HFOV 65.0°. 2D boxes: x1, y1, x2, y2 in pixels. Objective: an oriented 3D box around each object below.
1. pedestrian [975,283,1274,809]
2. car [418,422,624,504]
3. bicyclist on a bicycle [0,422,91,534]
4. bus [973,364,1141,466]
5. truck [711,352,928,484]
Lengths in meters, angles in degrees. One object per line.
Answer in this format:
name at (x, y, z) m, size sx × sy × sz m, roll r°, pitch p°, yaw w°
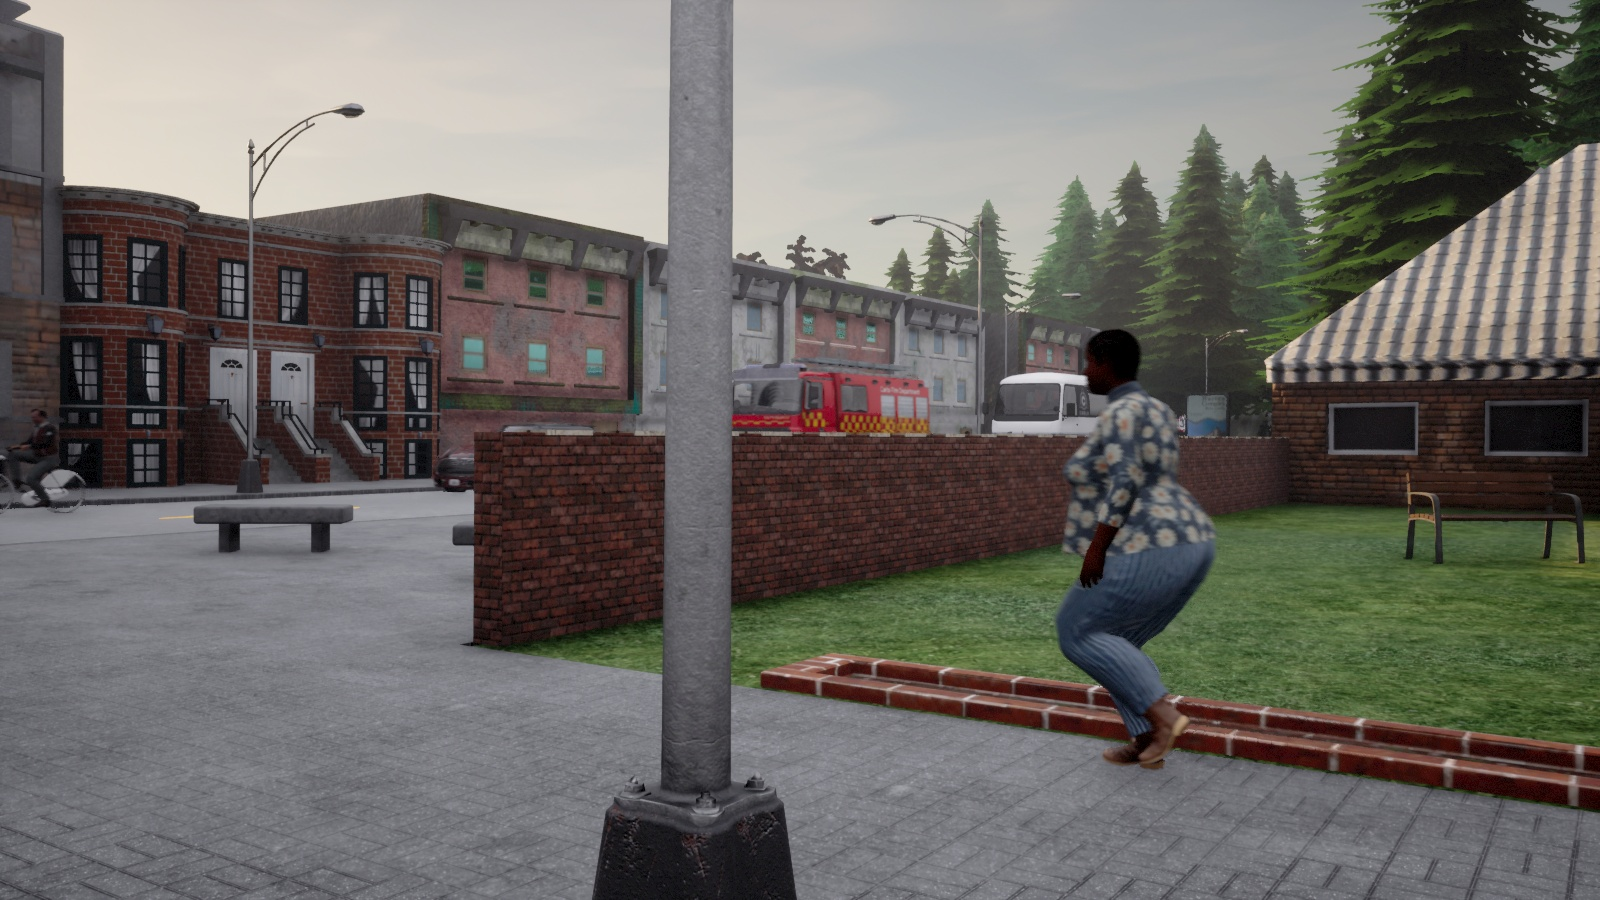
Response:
pedestrian at (1.318, 0.334, 5.047) m, size 0.900 × 1.855 × 0.874 m, roll 0°, pitch 1°, yaw 35°
car at (-6.500, 0.243, 29.708) m, size 2.097 × 1.767 × 4.553 m, roll 0°, pitch 1°, yaw 34°
bicyclist on a bicycle at (-12.665, 0.438, 20.424) m, size 0.659 × 1.776 × 1.843 m, roll 0°, pitch 1°, yaw 34°
bus at (11.945, -1.536, 57.365) m, size 3.944 × 4.253 × 10.273 m, roll 0°, pitch 1°, yaw 33°
truck at (0.885, -0.997, 40.792) m, size 2.891 × 3.827 × 8.468 m, roll 0°, pitch 1°, yaw 34°
